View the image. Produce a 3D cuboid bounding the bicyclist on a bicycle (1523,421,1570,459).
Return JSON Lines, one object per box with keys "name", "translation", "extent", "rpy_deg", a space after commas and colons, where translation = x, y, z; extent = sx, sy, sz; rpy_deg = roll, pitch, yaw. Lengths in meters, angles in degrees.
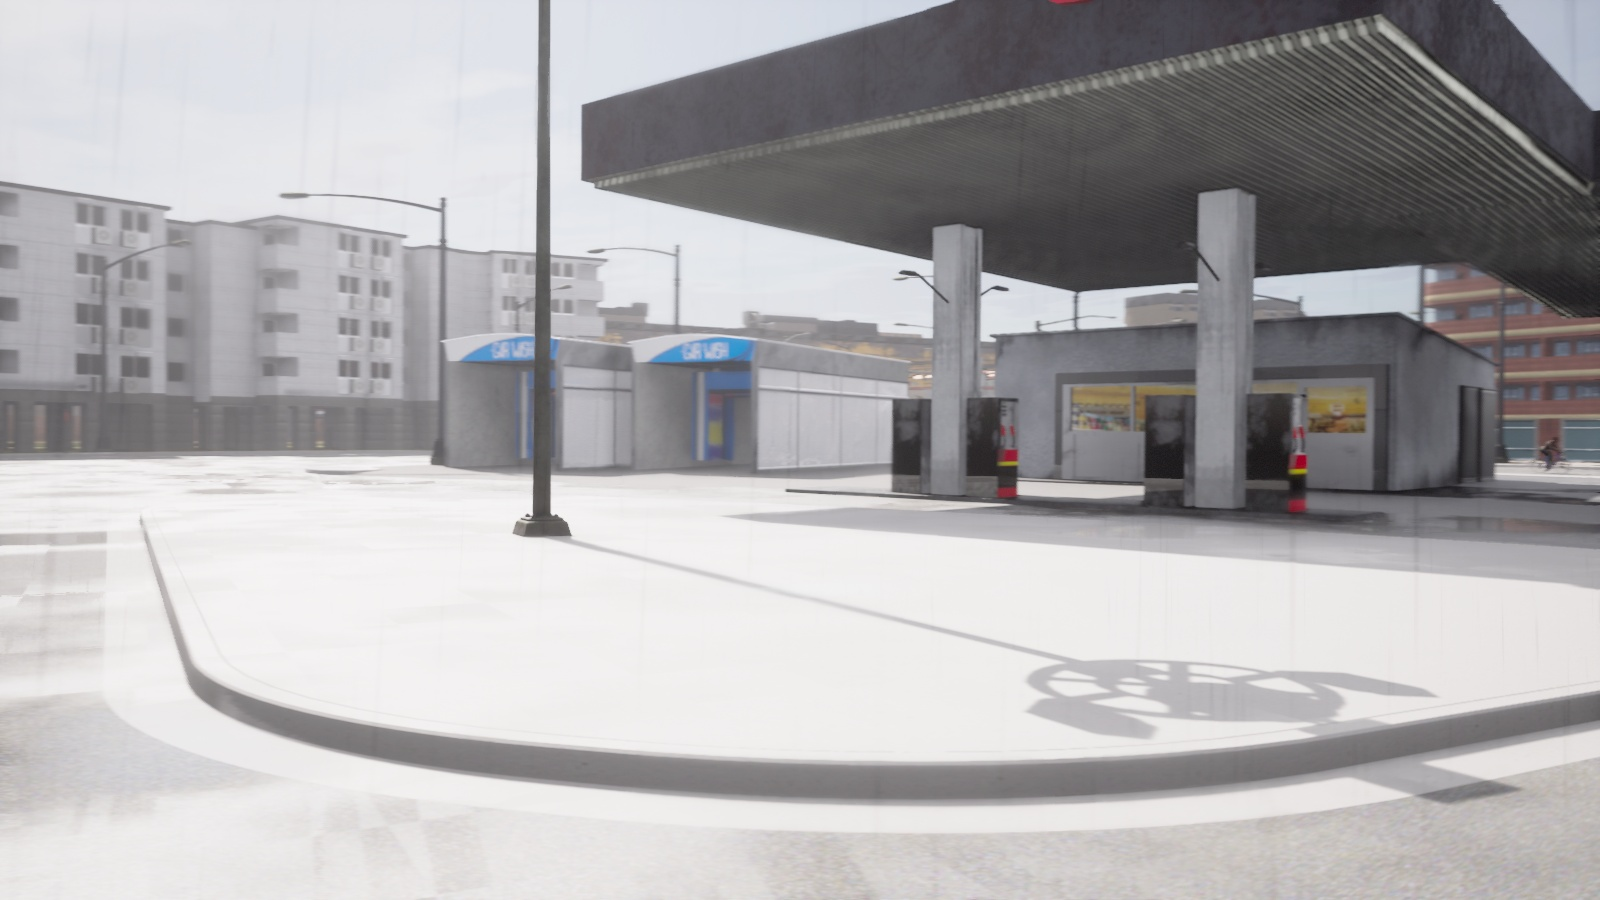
{"name": "bicyclist on a bicycle", "translation": [32.216, -0.447, 54.216], "extent": [0.582, 1.620, 1.656], "rpy_deg": [-1, 1, -30]}
